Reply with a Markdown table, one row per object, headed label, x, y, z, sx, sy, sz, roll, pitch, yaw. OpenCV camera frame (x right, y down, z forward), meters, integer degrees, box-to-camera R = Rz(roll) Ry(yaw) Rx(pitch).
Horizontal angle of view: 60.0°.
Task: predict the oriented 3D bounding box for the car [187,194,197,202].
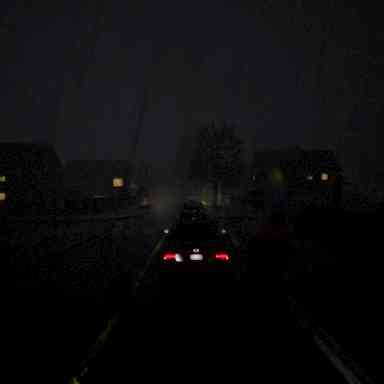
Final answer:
| label | x | y | z | sx | sy | sz | roll | pitch | yaw |
| --- | --- | --- | --- | --- | --- | --- | --- | --- | --- |
| car | 0.004 | 1.308 | 75.156 | 2.097 | 1.767 | 4.553 | 0 | 0 | 0 |

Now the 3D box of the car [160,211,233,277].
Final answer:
| label | x | y | z | sx | sy | sz | roll | pitch | yaw |
| --- | --- | --- | --- | --- | --- | --- | --- | --- | --- |
| car | 0.096 | 1.536 | 10.103 | 2.033 | 1.411 | 5.357 | 0 | 0 | 0 |

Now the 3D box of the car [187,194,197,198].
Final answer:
| label | x | y | z | sx | sy | sz | roll | pitch | yaw |
| --- | --- | --- | --- | --- | --- | --- | --- | --- | --- |
| car | 0.004 | 1.642 | 65.168 | 1.895 | 1.301 | 4.718 | 0 | 0 | 0 |

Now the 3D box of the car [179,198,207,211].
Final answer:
| label | x | y | z | sx | sy | sz | roll | pitch | yaw |
| --- | --- | --- | --- | --- | --- | --- | --- | --- | --- |
| car | 0.100 | 1.473 | 24.220 | 2.128 | 1.511 | 4.902 | 0 | 0 | 0 |
